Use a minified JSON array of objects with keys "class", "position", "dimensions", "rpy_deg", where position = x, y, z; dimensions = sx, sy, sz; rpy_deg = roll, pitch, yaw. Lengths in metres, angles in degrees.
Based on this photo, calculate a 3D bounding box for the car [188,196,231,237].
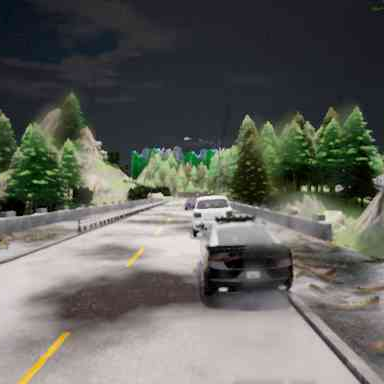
[{"class":"car","position":[1.098,1.280,18.894],"dimensions":[2.150,2.045,5.566],"rpy_deg":[-3,0,1]}]

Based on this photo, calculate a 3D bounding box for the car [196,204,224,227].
[{"class":"car","position":[1.237,1.667,24.874],"dimensions":[1.812,1.442,4.674],"rpy_deg":[0,0,0]}]

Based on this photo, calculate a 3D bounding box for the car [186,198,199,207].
[{"class":"car","position":[0.086,1.875,58.126],"dimensions":[2.033,1.411,5.357],"rpy_deg":[0,0,0]}]

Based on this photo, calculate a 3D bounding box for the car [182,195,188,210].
[{"class":"car","position":[0.101,1.616,46.728],"dimensions":[2.097,1.767,4.553],"rpy_deg":[0,0,1]}]

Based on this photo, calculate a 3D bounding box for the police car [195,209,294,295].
[{"class":"police car","position":[1.179,1.452,8.993],"dimensions":[1.930,1.638,5.238],"rpy_deg":[-2,-1,0]}]
